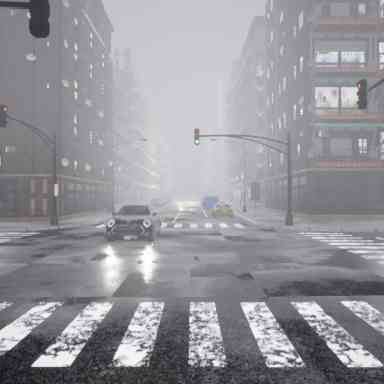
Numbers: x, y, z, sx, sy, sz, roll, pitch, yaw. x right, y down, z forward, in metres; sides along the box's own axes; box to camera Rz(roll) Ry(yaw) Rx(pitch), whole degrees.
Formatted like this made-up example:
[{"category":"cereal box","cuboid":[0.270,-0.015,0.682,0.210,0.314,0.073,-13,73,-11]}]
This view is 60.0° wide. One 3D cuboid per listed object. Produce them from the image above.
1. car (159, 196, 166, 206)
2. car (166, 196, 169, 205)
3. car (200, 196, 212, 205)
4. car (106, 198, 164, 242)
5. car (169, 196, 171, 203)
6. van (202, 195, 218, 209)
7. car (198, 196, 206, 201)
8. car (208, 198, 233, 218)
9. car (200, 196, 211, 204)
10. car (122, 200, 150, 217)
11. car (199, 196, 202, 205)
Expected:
[{"category":"car","cuboid":[-5.293,1.613,49.624,1.802,1.307,4.206,1,0,0]},{"category":"car","cuboid":[-5.290,1.563,55.112,1.752,1.417,4.829,1,0,0]},{"category":"car","cuboid":[2.592,1.485,60.993,1.967,1.590,4.097,1,0,0]},{"category":"car","cuboid":[-2.745,1.355,16.397,2.097,1.767,4.553,0,0,0]},{"category":"car","cuboid":[-5.290,1.627,60.940,1.802,1.307,4.206,1,0,0]},{"category":"van","cuboid":[2.621,1.366,44.027,1.690,1.788,3.998,1,0,0]},{"category":"car","cuboid":[2.597,1.627,83.617,1.887,1.381,4.507,1,0,0]},{"category":"car","cuboid":[2.713,1.537,30.194,1.752,1.417,4.829,1,0,0]},{"category":"car","cuboid":[2.593,1.604,66.649,2.008,1.369,4.403,1,0,0]},{"category":"car","cuboid":[-5.426,1.565,32.651,2.008,1.369,4.403,1,0,0]},{"category":"car","cuboid":[2.591,1.346,49.681,2.192,1.841,5.009,1,0,0]}]
